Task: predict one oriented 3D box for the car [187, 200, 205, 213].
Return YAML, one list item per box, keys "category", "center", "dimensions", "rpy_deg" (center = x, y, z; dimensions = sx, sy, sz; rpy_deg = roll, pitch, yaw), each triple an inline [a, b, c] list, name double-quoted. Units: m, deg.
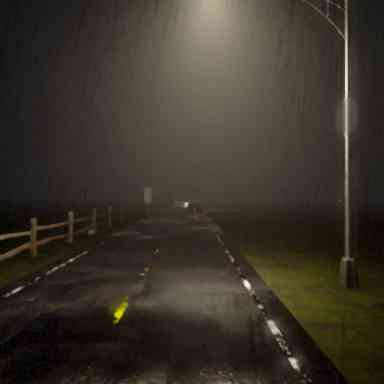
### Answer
- category: "car"
  center: [0.524, 1.819, 41.197]
  dimensions: [1.837, 1.490, 4.892]
  rpy_deg: [0, 0, 7]
